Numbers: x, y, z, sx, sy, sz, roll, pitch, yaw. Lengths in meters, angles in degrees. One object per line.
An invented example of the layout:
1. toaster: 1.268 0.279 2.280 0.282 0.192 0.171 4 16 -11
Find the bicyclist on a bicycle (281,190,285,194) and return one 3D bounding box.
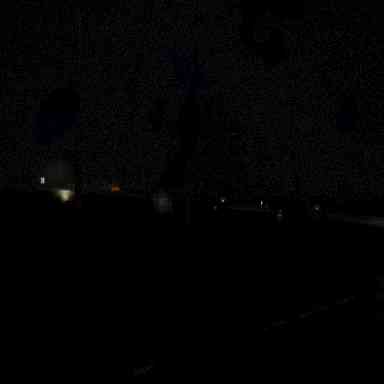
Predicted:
1. bicyclist on a bicycle: 9.210 0.666 33.852 1.656 1.620 0.582 0 2 -35

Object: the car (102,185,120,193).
1. car: -15.404 -0.662 63.186 1.882 1.535 5.008 0 2 -36

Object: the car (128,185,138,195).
1. car: -8.625 -0.399 53.670 2.097 1.767 4.553 0 2 -35

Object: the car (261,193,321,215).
1. car: 7.581 0.897 25.821 2.128 1.511 4.902 0 2 -35

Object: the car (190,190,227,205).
1. car: 1.587 0.513 34.241 2.128 1.511 4.902 0 2 -35

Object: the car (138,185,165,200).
1. car: -4.533 0.188 42.850 2.033 1.411 5.357 0 2 -35
